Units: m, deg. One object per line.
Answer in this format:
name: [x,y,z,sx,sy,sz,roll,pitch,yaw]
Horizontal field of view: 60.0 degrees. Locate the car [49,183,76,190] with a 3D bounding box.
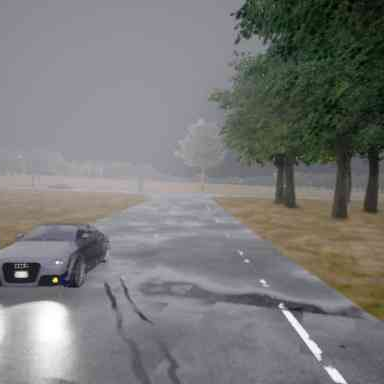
car: [-28.005,-1.172,72.032,5.357,1.411,2.033,2,2,1]

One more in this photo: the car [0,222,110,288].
car: [-3.598,1.531,8.998,1.994,1.385,4.181,0,0,0]
